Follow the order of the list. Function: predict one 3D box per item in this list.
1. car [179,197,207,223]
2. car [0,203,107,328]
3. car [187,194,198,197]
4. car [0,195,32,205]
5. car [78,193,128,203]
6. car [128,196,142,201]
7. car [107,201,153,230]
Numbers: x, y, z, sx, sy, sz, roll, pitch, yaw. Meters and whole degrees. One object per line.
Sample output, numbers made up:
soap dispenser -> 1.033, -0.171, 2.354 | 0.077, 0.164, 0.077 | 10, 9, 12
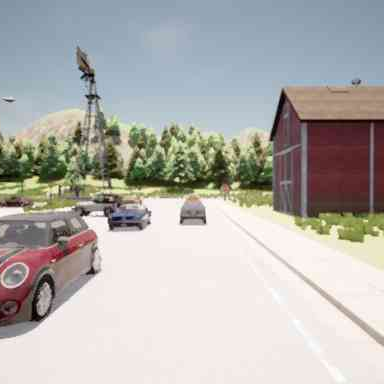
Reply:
car -> 0.079, 1.309, 23.334 | 2.033, 1.411, 5.357 | 0, 1, 0
car -> -3.537, 1.277, 7.086 | 2.097, 1.767, 4.553 | 0, 1, 1
car -> 0.095, 1.029, 44.002 | 1.882, 1.535, 5.008 | 0, 1, 0
car -> -20.937, 1.117, 39.457 | 3.905, 1.438, 1.784 | 0, 1, 1
car -> -7.575, 1.036, 27.088 | 3.866, 1.878, 1.905 | 0, 1, 1
car -> -8.065, 1.092, 40.575 | 4.193, 1.474, 1.816 | 0, 1, 1
car -> -3.524, 1.401, 19.509 | 1.895, 1.301, 4.718 | 0, 1, 0
